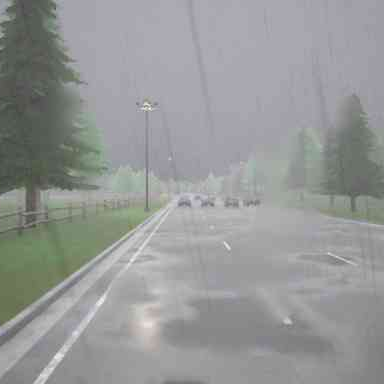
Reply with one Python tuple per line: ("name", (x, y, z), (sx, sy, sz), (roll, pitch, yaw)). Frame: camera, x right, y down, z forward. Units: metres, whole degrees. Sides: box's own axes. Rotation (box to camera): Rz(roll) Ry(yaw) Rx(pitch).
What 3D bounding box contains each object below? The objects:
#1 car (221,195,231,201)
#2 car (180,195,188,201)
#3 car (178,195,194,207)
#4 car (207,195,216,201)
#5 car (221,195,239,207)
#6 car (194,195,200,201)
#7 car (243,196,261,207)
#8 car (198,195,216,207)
("car", (8.539, 1.552, 84.297), (1.994, 1.385, 4.181), (0, 0, -1))
("car", (-2.034, 1.540, 87.231), (2.033, 1.411, 5.357), (0, 0, -1))
("car", (-1.124, 1.601, 51.019), (1.895, 1.301, 4.718), (0, 0, -1))
("car", (5.018, 1.524, 85.158), (1.812, 1.442, 4.674), (0, 0, -1))
("car", (5.885, 1.491, 50.255), (2.128, 1.511, 4.902), (0, 0, -1))
("car", (1.486, 1.500, 86.428), (1.837, 1.490, 4.892), (0, 0, -1))
("car", (9.315, 1.352, 52.106), (2.097, 1.767, 4.553), (0, 0, -1))
("car", (2.375, 1.601, 50.902), (1.895, 1.301, 4.718), (0, 0, -1))
